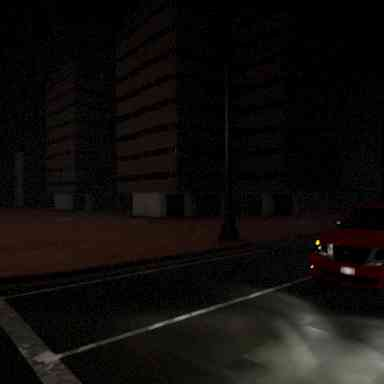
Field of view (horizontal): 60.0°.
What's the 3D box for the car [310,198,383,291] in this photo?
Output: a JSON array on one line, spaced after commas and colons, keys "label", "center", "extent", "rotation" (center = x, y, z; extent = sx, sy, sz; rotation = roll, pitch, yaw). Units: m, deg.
[{"label": "car", "center": [5.302, 1.275, 8.652], "extent": [5.566, 2.045, 2.150], "rotation": [0, -1, -40]}]
